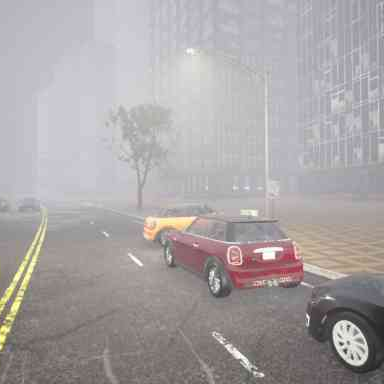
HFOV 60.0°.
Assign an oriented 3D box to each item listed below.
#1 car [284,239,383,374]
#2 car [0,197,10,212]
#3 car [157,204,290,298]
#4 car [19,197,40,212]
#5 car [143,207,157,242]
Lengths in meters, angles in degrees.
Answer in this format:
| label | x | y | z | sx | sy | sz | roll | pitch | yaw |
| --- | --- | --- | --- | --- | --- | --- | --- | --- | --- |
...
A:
| label | x | y | z | sx | sy | sz | roll | pitch | yaw |
| --- | --- | --- | --- | --- | --- | --- | --- | --- | --- |
| car | 3.576 | 1.505 | 3.492 | 1.837 | 1.490 | 4.892 | 0 | 0 | -36 |
| car | -22.131 | 1.389 | 37.968 | 2.097 | 1.767 | 4.553 | 0 | 0 | -24 |
| car | 0.798 | 1.355 | 8.934 | 2.097 | 1.767 | 4.553 | 0 | 0 | -23 |
| car | -19.173 | 1.392 | 39.315 | 2.097 | 1.767 | 4.553 | 0 | 0 | -24 |
| car | 0.201 | 1.278 | 14.639 | 4.553 | 1.767 | 2.097 | -3 | 1 | -19 |
